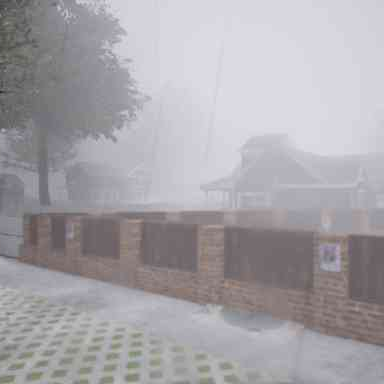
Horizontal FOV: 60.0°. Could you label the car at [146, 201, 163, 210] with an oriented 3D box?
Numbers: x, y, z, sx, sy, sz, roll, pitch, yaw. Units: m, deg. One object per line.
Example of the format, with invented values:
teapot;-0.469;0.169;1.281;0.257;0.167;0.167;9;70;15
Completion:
car;-5.350;2.021;46.867;2.033;1.411;5.357;0;0;36
